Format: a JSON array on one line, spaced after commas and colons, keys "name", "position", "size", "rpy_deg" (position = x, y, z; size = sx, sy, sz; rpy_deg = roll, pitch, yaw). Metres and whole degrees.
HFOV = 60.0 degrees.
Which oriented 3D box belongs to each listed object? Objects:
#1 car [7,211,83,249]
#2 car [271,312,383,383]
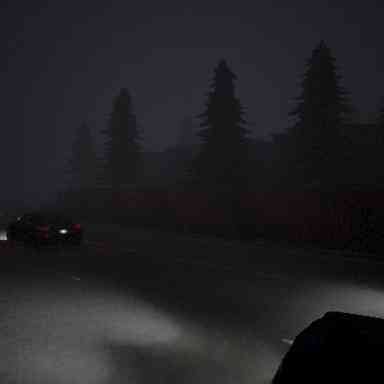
[{"name": "car", "position": [-6.512, 1.534, 14.582], "size": [4.181, 1.385, 1.994], "rpy_deg": [0, 0, 45]}, {"name": "car", "position": [2.883, 1.604, 2.017], "size": [4.718, 1.301, 1.895], "rpy_deg": [0, 0, 35]}]
